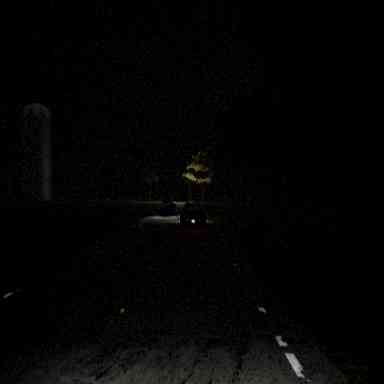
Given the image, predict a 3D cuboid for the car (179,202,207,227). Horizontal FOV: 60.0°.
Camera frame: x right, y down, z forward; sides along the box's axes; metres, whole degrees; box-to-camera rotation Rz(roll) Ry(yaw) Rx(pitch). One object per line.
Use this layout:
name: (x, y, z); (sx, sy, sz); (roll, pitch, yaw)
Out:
car: (0.079, 1.744, 24.844); (1.837, 1.490, 4.892); (0, -1, 0)

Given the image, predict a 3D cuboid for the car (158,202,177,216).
car: (-2.802, 1.859, 38.270); (1.882, 1.535, 5.008); (0, -1, 0)
